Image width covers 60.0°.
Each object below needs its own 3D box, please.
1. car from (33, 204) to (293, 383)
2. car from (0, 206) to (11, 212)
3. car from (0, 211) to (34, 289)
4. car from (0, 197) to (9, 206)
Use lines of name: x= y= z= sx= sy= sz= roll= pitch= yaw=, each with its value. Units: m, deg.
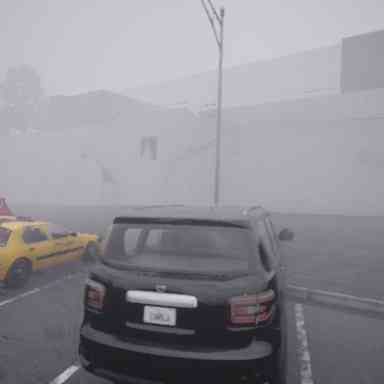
car: x=0.430 y=1.220 z=5.523 sx=2.435 sy=2.045 sz=5.566 roll=0 pitch=-1 yaw=16
car: x=-6.948 y=1.431 z=10.537 sx=1.946 sy=1.575 sz=5.366 roll=1 pitch=-1 yaw=16
car: x=-4.413 y=1.446 z=9.156 sx=1.946 sy=1.575 sz=5.366 roll=0 pitch=-1 yaw=15
car: x=-9.344 y=1.179 z=12.433 sx=2.435 sy=2.045 sz=5.566 roll=1 pitch=-1 yaw=15
